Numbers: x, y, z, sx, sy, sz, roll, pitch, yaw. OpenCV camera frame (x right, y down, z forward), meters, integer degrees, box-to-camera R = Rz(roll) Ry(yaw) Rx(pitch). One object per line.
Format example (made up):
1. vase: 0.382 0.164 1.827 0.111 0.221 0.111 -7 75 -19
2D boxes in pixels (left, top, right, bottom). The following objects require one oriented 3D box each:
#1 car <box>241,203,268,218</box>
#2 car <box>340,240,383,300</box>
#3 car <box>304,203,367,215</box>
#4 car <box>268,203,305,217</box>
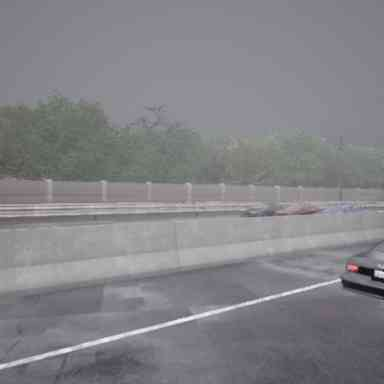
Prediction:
1. car: 6.919 1.740 30.101 5.357 1.411 2.033 1 0 -34
2. car: 5.643 1.623 7.706 5.357 1.411 2.033 1 0 -35
3. car: 10.760 1.675 24.239 5.008 1.535 1.882 1 0 -34
4. car: 8.842 1.673 27.167 5.008 1.535 1.882 1 0 -34
